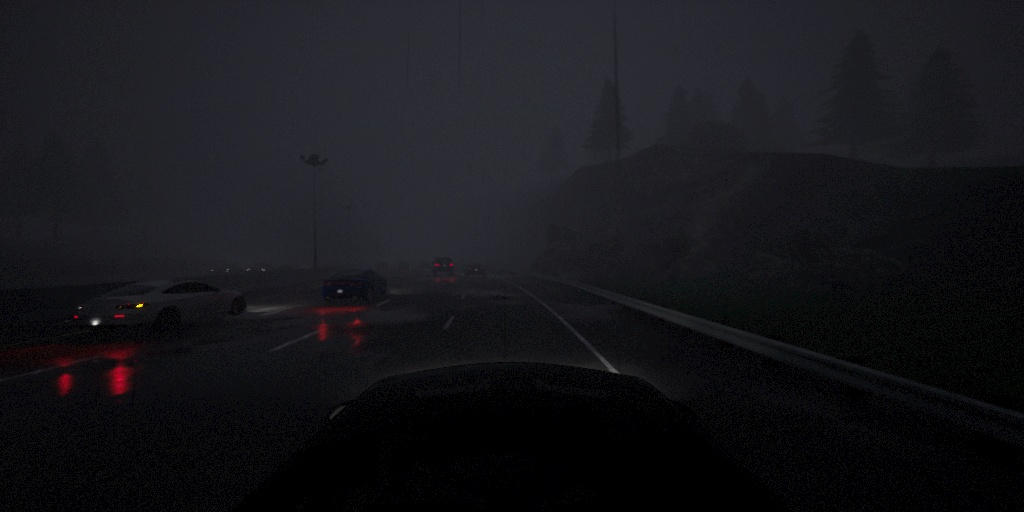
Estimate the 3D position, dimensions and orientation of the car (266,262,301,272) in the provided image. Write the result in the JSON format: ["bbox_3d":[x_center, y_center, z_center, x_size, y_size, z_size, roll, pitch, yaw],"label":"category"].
[{"bbox_3d":[-26.767,1.741,42.284,1.812,1.442,4.674,-1,0,-16],"label":"car"}]

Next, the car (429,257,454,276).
[{"bbox_3d":[-7.999,1.160,41.281,2.150,2.045,5.566,0,-1,-15],"label":"car"}]

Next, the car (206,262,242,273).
[{"bbox_3d":[-34.311,1.679,43.182,2.097,1.767,4.553,-1,0,-17],"label":"car"}]

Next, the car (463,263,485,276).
[{"bbox_3d":[-4.278,1.448,40.013,1.994,1.385,4.181,-1,0,-14],"label":"car"}]

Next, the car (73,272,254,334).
[{"bbox_3d":[-10.681,1.449,11.369,1.812,1.442,4.674,-1,0,-4],"label":"car"}]

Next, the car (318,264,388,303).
[{"bbox_3d":[-7.607,1.369,17.842,1.882,1.535,5.008,-1,0,-5],"label":"car"}]

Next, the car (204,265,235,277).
[{"bbox_3d":[-39.987,1.947,49.106,1.812,1.442,4.674,-1,0,-20],"label":"car"}]

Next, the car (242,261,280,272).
[{"bbox_3d":[-31.090,1.635,44.558,2.097,1.767,4.553,-1,0,-17],"label":"car"}]
